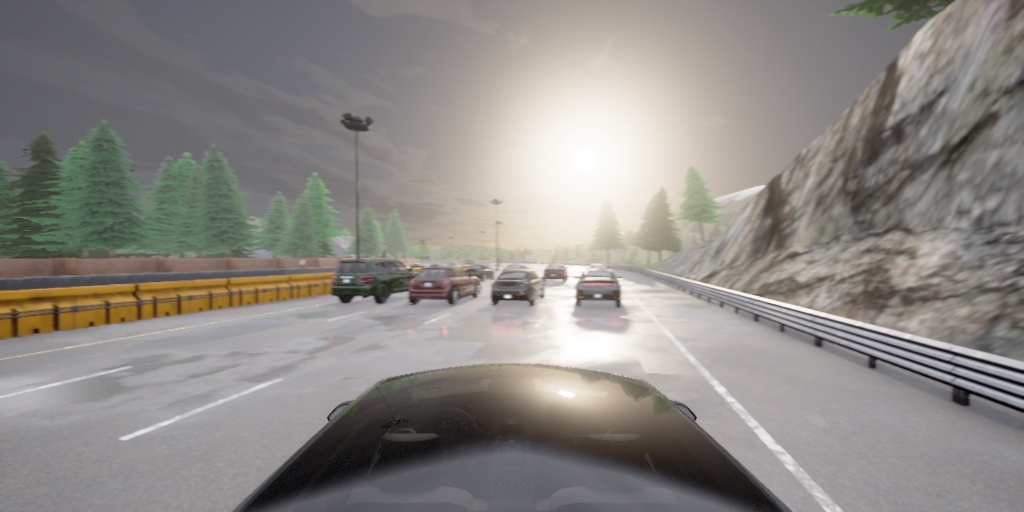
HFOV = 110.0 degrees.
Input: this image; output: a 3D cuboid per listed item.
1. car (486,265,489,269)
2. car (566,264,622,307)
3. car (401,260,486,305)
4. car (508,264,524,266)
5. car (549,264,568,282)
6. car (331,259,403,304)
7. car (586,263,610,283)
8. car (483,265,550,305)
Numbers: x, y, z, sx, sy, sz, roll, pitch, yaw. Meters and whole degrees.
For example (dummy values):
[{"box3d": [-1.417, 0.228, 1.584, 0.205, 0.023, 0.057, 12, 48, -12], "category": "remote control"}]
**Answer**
[{"box3d": [-2.949, 1.530, 32.910, 1.837, 1.490, 4.892, -1, 0, 13], "category": "car"}, {"box3d": [3.795, 1.302, 15.868, 2.128, 1.511, 4.902, -1, 0, 14], "category": "car"}, {"box3d": [-3.066, 1.256, 17.284, 2.097, 1.767, 4.553, -1, -1, 13], "category": "car"}, {"box3d": [0.495, 1.453, 32.270, 1.882, 1.535, 5.008, -1, 0, 13], "category": "car"}, {"box3d": [3.896, 1.404, 31.447, 1.882, 1.535, 5.008, -1, 0, 13], "category": "car"}, {"box3d": [-6.490, 1.171, 18.030, 2.150, 2.045, 5.566, -1, 0, 13], "category": "car"}, {"box3d": [7.283, 1.403, 30.553, 1.812, 1.442, 4.674, -1, 0, 13], "category": "car"}, {"box3d": [0.395, 1.366, 16.696, 1.837, 1.490, 4.892, -1, 0, 14], "category": "car"}]
